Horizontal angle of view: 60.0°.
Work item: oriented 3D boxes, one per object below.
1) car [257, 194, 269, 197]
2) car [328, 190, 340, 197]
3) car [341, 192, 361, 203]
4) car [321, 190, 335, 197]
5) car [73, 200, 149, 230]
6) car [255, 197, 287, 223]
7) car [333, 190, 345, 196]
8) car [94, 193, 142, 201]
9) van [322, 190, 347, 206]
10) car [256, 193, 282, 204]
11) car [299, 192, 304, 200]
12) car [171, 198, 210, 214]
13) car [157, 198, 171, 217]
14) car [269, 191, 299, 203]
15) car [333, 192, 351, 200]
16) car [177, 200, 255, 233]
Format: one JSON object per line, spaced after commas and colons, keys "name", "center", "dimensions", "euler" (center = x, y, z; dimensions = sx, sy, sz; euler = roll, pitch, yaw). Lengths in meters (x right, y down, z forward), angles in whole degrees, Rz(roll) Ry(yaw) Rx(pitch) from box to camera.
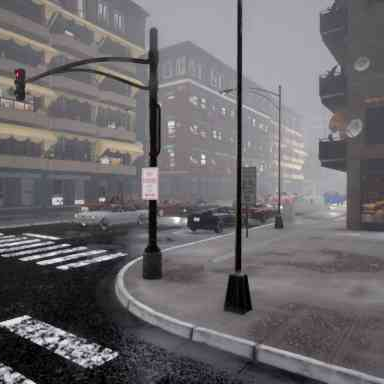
{"name": "car", "center": [5.812, 1.013, 34.254], "dimensions": [1.837, 1.490, 4.892], "euler": [1, 1, 35]}
{"name": "car", "center": [33.049, 0.337, 77.478], "dimensions": [1.802, 1.307, 4.206], "euler": [2, 2, 35]}
{"name": "car", "center": [23.858, 0.764, 49.842], "dimensions": [1.887, 1.381, 4.507], "euler": [2, 2, 35]}
{"name": "car", "center": [29.845, 0.379, 72.921], "dimensions": [1.887, 1.381, 4.507], "euler": [2, 2, 35]}
{"name": "car", "center": [-4.532, 1.368, 19.551], "dimensions": [1.895, 1.301, 4.718], "euler": [1, 1, 35]}
{"name": "car", "center": [4.631, 1.283, 22.504], "dimensions": [1.802, 1.307, 4.206], "euler": [2, 2, 35]}
{"name": "car", "center": [36.253, 0.257, 82.034], "dimensions": [1.802, 1.307, 4.206], "euler": [2, 2, 35]}
{"name": "car", "center": [-5.403, 1.031, 22.794], "dimensions": [2.192, 1.841, 5.009], "euler": [2, 2, 35]}
{"name": "van", "center": [17.452, 0.721, 40.725], "dimensions": [1.690, 1.788, 3.998], "euler": [2, 2, 35]}
{"name": "car", "center": [10.617, 0.881, 45.582], "dimensions": [1.947, 1.339, 4.313], "euler": [2, 2, 35]}
{"name": "car", "center": [17.026, 0.720, 54.695], "dimensions": [1.947, 1.339, 4.313], "euler": [2, 2, 35]}
{"name": "car", "center": [0.561, 1.203, 26.817], "dimensions": [1.994, 1.385, 4.181], "euler": [1, 1, 34]}
{"name": "car", "center": [-2.201, 1.181, 27.356], "dimensions": [1.887, 1.381, 4.507], "euler": [2, 2, 35]}
{"name": "car", "center": [11.516, 0.718, 42.315], "dimensions": [2.097, 1.767, 4.553], "euler": [1, 1, 35]}
{"name": "car", "center": [25.897, 0.696, 57.261], "dimensions": [1.895, 1.301, 4.718], "euler": [1, 1, 35]}
{"name": "car", "center": [1.426, 1.348, 17.947], "dimensions": [1.947, 1.339, 4.313], "euler": [2, 2, 35]}
